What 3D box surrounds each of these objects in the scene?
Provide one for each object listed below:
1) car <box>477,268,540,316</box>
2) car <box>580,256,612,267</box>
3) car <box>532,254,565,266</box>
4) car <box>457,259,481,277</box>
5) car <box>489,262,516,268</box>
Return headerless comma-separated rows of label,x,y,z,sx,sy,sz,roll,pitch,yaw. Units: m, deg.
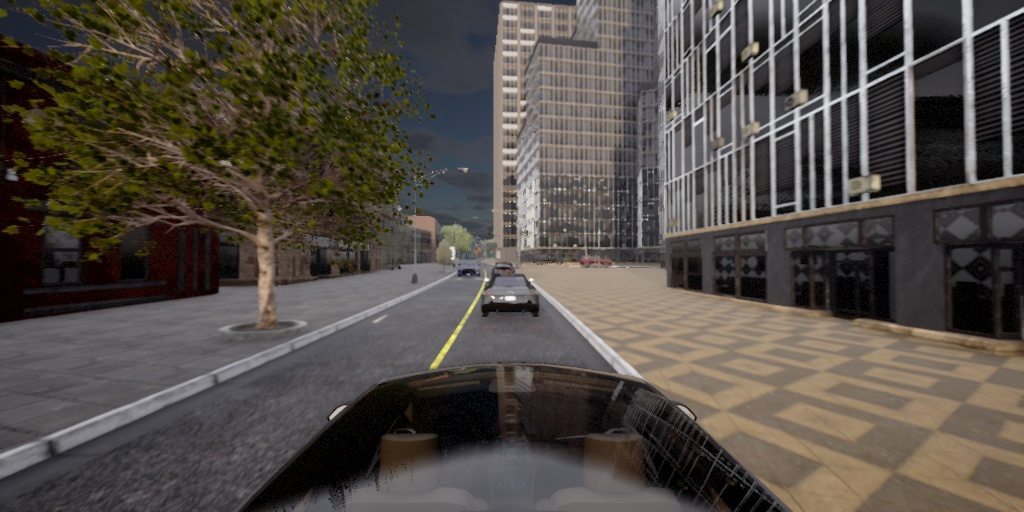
car,-0.096,1.302,13.295,1.994,1.385,4.181,0,0,-1
car,13.312,0.871,57.008,5.009,1.841,2.192,0,0,15
car,6.249,0.660,61.643,5.566,2.045,2.150,0,-1,15
car,-4.002,1.065,34.108,2.097,1.767,4.553,0,0,-4
car,-0.723,1.225,28.687,1.837,1.490,4.892,0,0,-3
